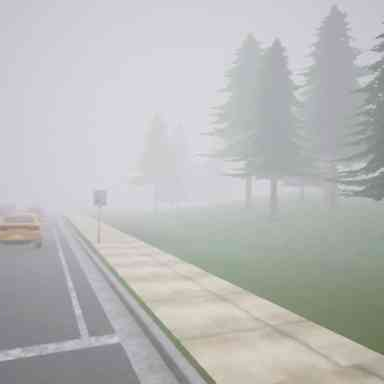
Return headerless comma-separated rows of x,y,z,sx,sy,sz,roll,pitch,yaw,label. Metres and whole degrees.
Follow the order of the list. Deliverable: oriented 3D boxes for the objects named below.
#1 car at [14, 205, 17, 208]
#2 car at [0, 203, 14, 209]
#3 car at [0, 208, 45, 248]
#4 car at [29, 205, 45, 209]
-25.465,2.277,46.104,2.128,1.511,4.902,2,-2,-24,car
-21.266,2.134,36.739,1.812,1.442,4.674,2,-2,-23,car
-8.369,1.777,16.320,1.882,1.535,5.008,2,-2,-24,car
-18.670,2.271,39.641,1.812,1.442,4.674,2,-2,-24,car
